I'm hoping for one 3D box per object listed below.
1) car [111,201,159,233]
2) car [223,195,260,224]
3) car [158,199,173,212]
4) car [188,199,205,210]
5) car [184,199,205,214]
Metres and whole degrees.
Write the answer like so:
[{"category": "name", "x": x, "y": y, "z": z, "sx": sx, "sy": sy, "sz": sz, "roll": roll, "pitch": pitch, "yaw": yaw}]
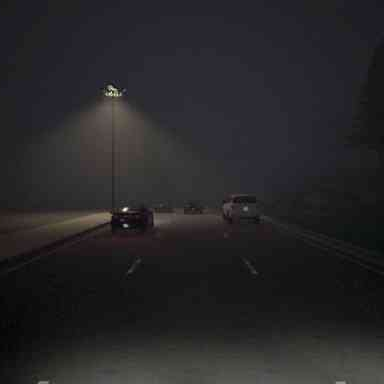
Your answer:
[{"category": "car", "x": -3.396, "y": 1.488, "z": 19.513, "sx": 2.128, "sy": 1.511, "sz": 4.902, "roll": 0, "pitch": 0, "yaw": 0}, {"category": "car", "x": 3.606, "y": 1.214, "z": 24.946, "sx": 2.150, "sy": 2.045, "sz": 5.566, "roll": 0, "pitch": 0, "yaw": 0}, {"category": "car", "x": -3.278, "y": 1.541, "z": 38.789, "sx": 2.033, "sy": 1.411, "sz": 5.357, "roll": 0, "pitch": 0, "yaw": 2}, {"category": "car", "x": 0.650, "y": 1.593, "z": 44.528, "sx": 1.895, "sy": 1.301, "sz": 4.718, "roll": 0, "pitch": 0, "yaw": 6}, {"category": "car", "x": 0.148, "y": 1.520, "z": 35.371, "sx": 1.812, "sy": 1.442, "sz": 4.674, "roll": 0, "pitch": 0, "yaw": 1}]
